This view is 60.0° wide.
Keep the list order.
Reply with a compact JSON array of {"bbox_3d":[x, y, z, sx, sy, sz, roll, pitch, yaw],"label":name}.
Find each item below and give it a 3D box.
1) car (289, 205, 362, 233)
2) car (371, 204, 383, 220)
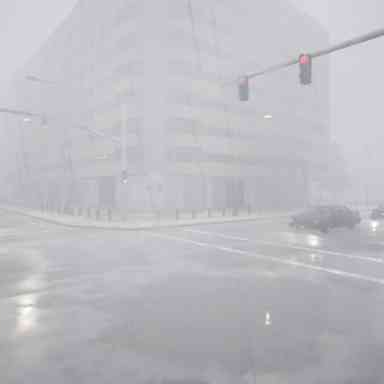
[{"bbox_3d":[7.842,1.456,19.228,5.357,1.411,2.033,0,1,-40],"label":"car"},{"bbox_3d":[15.483,1.445,25.556,4.181,1.385,1.994,0,1,-40],"label":"car"}]
